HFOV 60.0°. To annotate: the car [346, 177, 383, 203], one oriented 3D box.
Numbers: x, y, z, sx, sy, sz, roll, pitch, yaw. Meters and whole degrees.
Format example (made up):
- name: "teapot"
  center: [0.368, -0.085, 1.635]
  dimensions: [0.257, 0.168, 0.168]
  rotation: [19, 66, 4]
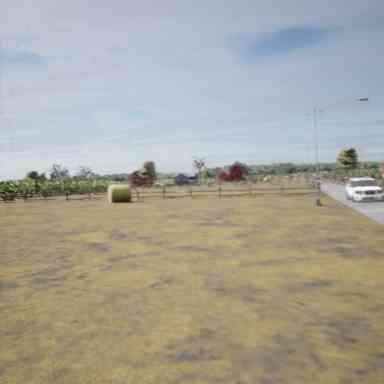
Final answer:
- name: "car"
  center: [14.460, -0.156, 28.120]
  dimensions: [2.150, 2.045, 5.566]
  rotation: [-2, 3, 17]
